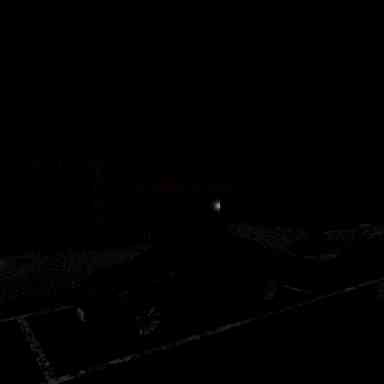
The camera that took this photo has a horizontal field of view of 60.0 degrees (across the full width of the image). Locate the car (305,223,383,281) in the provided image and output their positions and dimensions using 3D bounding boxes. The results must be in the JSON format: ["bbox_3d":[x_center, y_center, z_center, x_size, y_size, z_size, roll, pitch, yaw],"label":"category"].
[{"bbox_3d":[4.486,1.581,9.731,4.206,1.307,1.802,0,0,-35],"label":"car"}]

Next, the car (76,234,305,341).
[{"bbox_3d":[0.005,1.565,6.539,4.313,1.339,1.947,0,0,-35],"label":"car"}]
